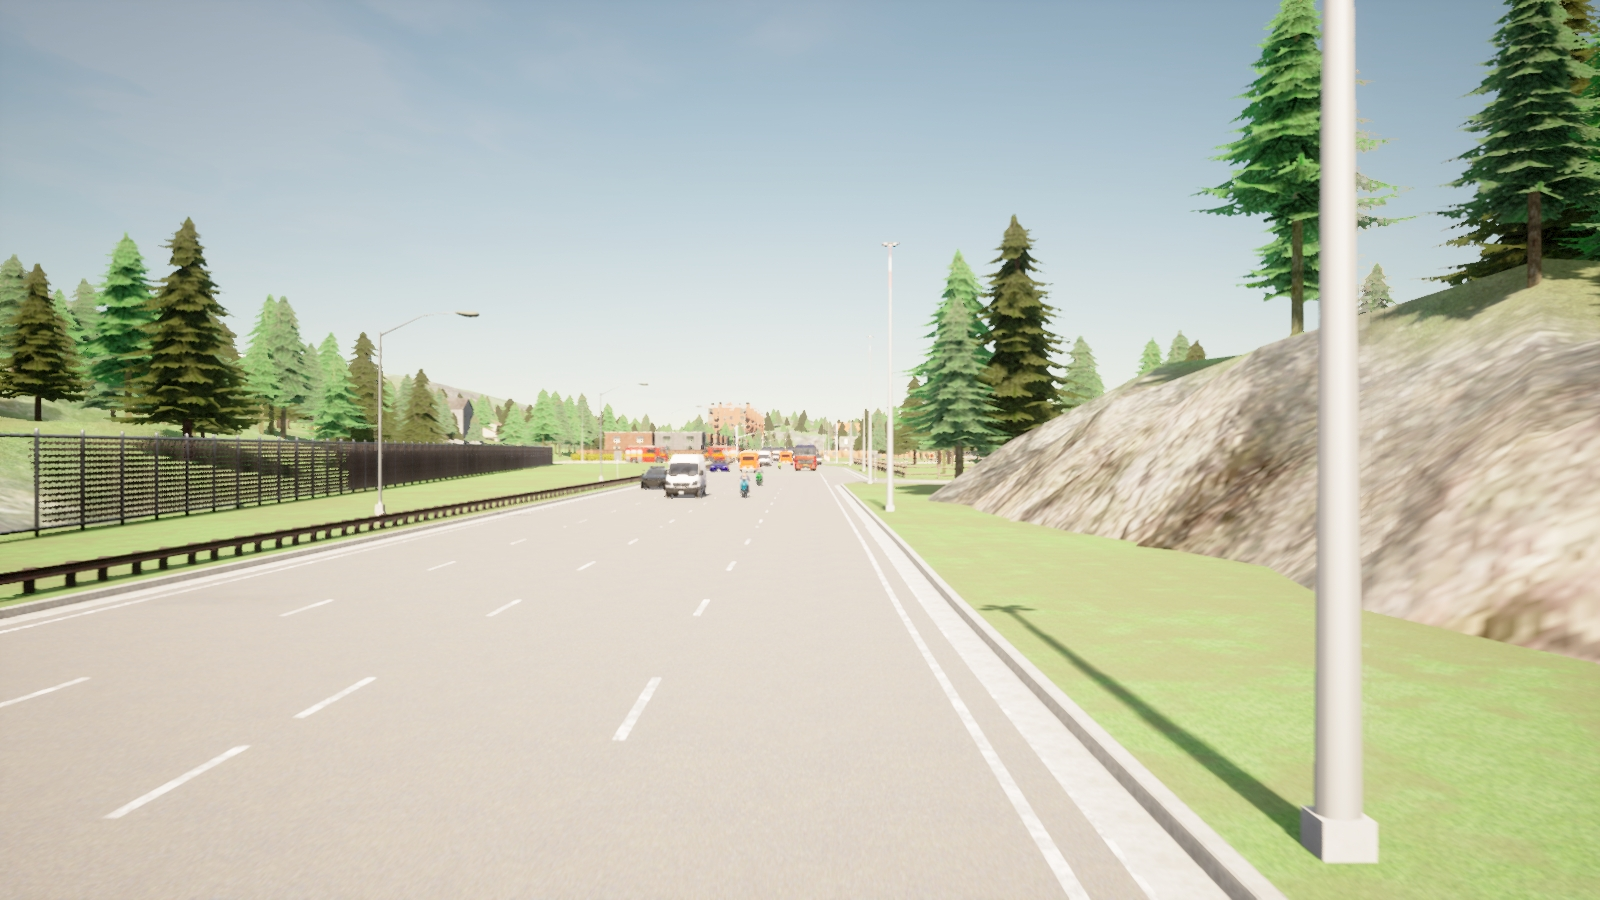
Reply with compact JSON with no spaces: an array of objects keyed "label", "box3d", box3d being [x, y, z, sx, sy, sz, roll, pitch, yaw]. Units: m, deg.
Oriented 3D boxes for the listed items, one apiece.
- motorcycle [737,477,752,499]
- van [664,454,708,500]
[{"label":"motorcycle","box3d":[-3.187,2.179,65.834,0.803,1.199,2.033,0,0,0]},{"label":"van","box3d":[-6.673,1.528,67.268,1.988,2.561,5.915,0,0,0]}]
